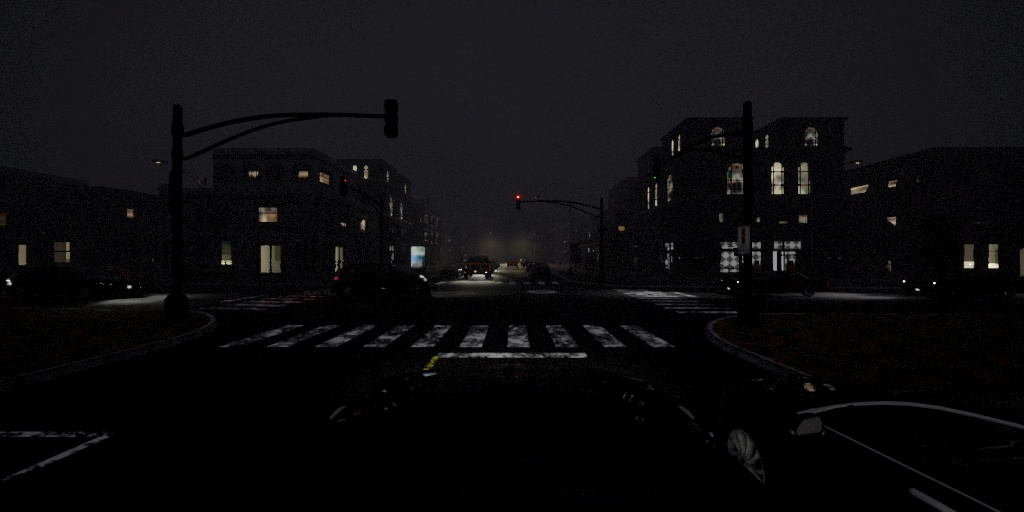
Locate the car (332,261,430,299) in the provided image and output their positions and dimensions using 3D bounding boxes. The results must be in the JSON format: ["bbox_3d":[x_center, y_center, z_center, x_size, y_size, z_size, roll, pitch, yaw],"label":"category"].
[{"bbox_3d":[-6.518,1.098,18.123,4.553,1.767,2.097,0,0,-21],"label":"car"}]

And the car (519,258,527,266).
[{"bbox_3d":[2.685,1.309,61.579,2.007,1.370,4.403,0,0,0],"label":"car"}]

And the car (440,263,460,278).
[{"bbox_3d":[-5.693,1.335,33.982,1.802,1.307,4.207,0,0,0],"label":"car"}]

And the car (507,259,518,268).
[{"bbox_3d":[0.093,1.237,63.896,1.882,1.535,5.008,0,0,0],"label":"car"}]

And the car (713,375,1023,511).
[{"bbox_3d":[2.691,1.300,1.580,2.007,1.370,4.403,0,0,0],"label":"car"}]

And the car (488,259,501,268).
[{"bbox_3d":[-3.056,1.306,63.090,2.033,1.411,5.357,0,0,1],"label":"car"}]

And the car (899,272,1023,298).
[{"bbox_3d":[23.749,1.481,19.022,4.718,1.301,1.895,0,0,1],"label":"car"}]

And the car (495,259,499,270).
[{"bbox_3d":[-3.099,1.245,43.447,2.128,1.511,4.902,0,0,1],"label":"car"}]

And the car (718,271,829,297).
[{"bbox_3d":[13.800,1.432,19.168,4.718,1.301,1.895,0,0,1],"label":"car"}]

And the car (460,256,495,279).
[{"bbox_3d":[-3.115,0.975,33.519,2.150,2.045,5.566,0,0,1],"label":"car"}]

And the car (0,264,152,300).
[{"bbox_3d":[-19.989,1.166,16.491,4.892,1.490,1.837,0,0,1],"label":"car"}]

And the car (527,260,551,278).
[{"bbox_3d":[2.688,1.318,33.970,1.948,1.339,4.313,0,0,0],"label":"car"}]

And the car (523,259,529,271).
[{"bbox_3d":[2.687,1.336,45.012,1.802,1.307,4.207,0,0,0],"label":"car"}]
